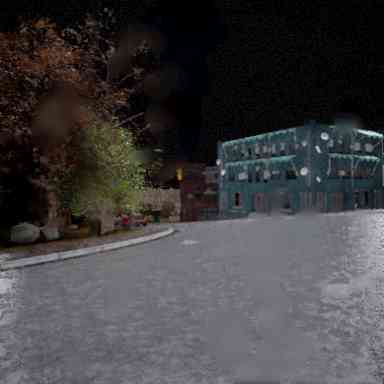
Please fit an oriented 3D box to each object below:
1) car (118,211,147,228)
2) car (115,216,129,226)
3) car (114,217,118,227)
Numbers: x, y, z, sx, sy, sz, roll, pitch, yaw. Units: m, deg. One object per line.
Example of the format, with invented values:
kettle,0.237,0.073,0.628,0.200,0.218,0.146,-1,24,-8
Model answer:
car,-7.650,3.583,43.579,2.150,2.045,5.566,-2,-5,-25
car,-14.465,5.979,68.893,2.150,2.045,5.566,-1,-5,-3
car,-11.892,5.063,54.601,1.895,1.301,4.718,-1,-5,-16
